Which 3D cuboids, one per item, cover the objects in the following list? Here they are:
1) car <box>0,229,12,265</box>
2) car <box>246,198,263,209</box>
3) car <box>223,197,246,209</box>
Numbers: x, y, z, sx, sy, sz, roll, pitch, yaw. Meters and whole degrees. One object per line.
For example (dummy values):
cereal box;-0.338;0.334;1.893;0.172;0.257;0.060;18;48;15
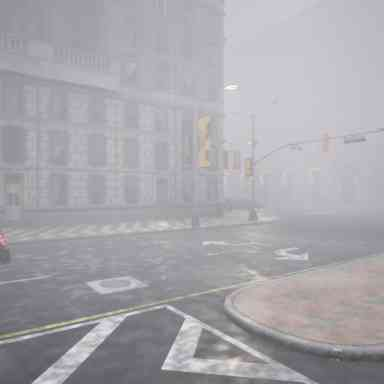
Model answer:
car;-7.317;1.352;8.608;4.553;1.767;2.097;0;0;-35
car;7.392;1.547;46.352;2.033;1.411;5.357;0;0;-36
car;4.518;1.505;44.363;1.837;1.490;4.892;0;0;-36
